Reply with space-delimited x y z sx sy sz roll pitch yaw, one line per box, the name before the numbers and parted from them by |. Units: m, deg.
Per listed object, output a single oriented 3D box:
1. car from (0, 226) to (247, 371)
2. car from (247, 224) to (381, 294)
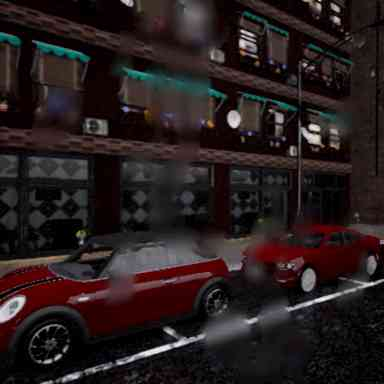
car | -1.295 1.451 5.631 4.097 1.590 1.967 0 0 -35
car | 3.300 1.582 8.897 4.507 1.381 1.887 0 0 -35
